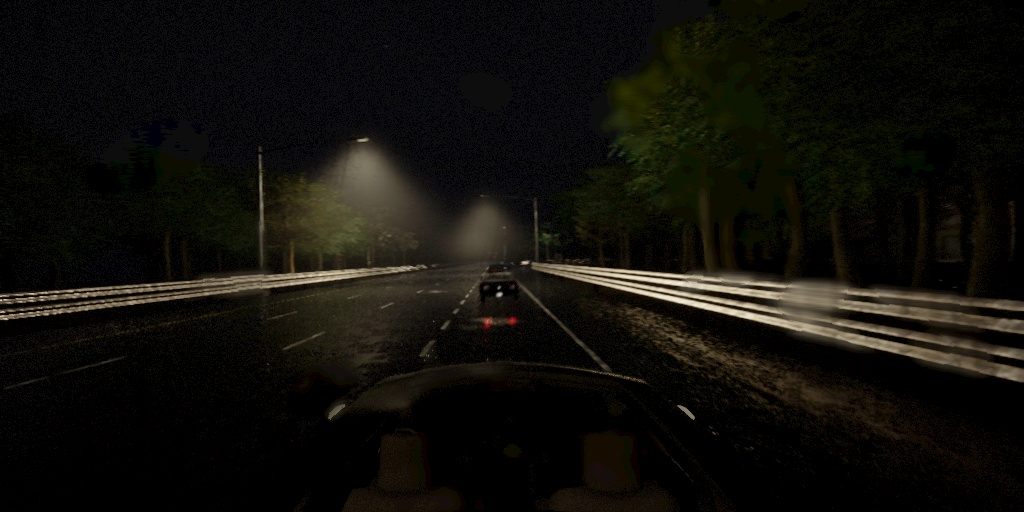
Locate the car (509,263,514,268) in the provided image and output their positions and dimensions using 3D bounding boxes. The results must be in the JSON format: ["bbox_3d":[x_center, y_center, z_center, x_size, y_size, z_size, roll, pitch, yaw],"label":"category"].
[{"bbox_3d":[-0.790,1.891,64.798,1.812,1.442,4.674,-2,-1,10],"label":"car"}]

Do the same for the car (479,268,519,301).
[{"bbox_3d":[-0.710,1.535,19.023,1.895,1.301,4.718,-2,-1,-3],"label":"car"}]

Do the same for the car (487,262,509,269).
[{"bbox_3d":[-1.663,1.640,38.488,1.882,1.535,5.008,-2,-1,-3],"label":"car"}]
